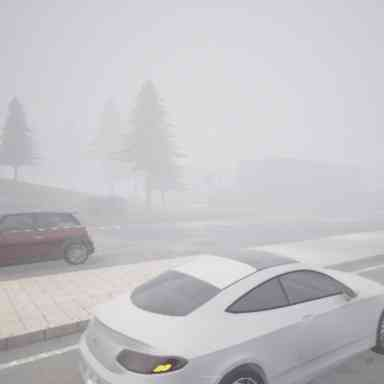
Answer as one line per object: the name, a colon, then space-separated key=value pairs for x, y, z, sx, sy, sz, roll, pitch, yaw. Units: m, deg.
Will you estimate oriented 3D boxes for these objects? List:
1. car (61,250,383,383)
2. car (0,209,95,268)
car: x=0.944 y=1.525 z=4.402 sx=4.674 sy=1.442 sz=1.812 roll=0 pitch=0 yaw=-36
car: x=-5.378 y=1.350 z=9.979 sx=4.553 sy=1.767 sz=2.097 roll=0 pitch=0 yaw=-35
